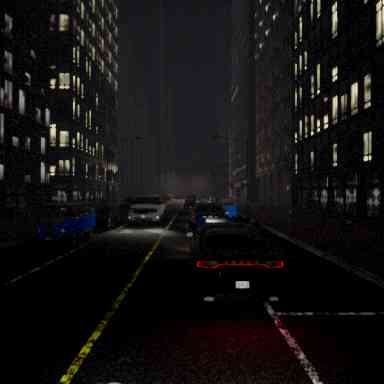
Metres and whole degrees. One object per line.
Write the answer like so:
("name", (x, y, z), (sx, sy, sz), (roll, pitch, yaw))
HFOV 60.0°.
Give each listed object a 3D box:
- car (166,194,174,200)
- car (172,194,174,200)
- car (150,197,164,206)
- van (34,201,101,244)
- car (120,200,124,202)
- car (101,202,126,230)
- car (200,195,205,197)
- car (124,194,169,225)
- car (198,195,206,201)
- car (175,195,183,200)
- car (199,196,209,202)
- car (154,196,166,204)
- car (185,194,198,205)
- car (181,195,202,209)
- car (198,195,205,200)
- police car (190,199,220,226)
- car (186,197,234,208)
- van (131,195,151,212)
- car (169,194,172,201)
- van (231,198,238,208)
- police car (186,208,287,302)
("car", (-5.851, 1.291, 89.269), (1.967, 1.590, 4.097), (0, 0, 0))
("car", (-5.830, 1.328, 77.897), (1.967, 1.590, 4.097), (0, 0, 0))
("car", (-5.789, 1.525, 55.154), (1.802, 1.307, 4.206), (0, 0, 0))
("van", (-5.714, 1.338, 15.352), (1.690, 1.788, 3.998), (0, 0, 0))
("car", (-5.745, 1.296, 32.410), (2.192, 1.841, 5.009), (0, 0, 0))
("car", (-5.726, 1.559, 21.038), (1.947, 1.339, 4.313), (0, 0, 0))
("car", (2.571, 1.443, 66.701), (1.752, 1.417, 4.829), (0, 0, 0))
("car", (-3.146, 1.211, 24.129), (2.150, 2.045, 5.566), (0, 0, 0))
("car", (2.539, 1.452, 83.586), (1.802, 1.307, 4.206), (0, 0, 0))
("car", (-3.157, 1.395, 83.664), (1.812, 1.442, 4.674), (0, 0, 0))
("car", (2.560, 1.469, 72.217), (1.947, 1.339, 4.313), (0, 0, 0))
("car", (-5.799, 1.476, 60.839), (1.887, 1.381, 4.507), (0, 0, 0))
("car", (-0.111, 1.288, 58.665), (2.097, 1.767, 4.553), (0, 0, 0))
("car", (-0.074, 1.526, 44.901), (1.994, 1.385, 4.181), (0, 0, 0))
("car", (2.529, 1.396, 89.272), (1.887, 1.381, 4.507), (0, 0, 0))
("police car", (0.854, 1.415, 24.434), (1.930, 1.638, 5.238), (0, 0, 0))
("car", (0.865, 1.346, 18.294), (2.097, 1.767, 4.553), (0, 0, 0))
("van", (-5.756, 1.314, 38.096), (1.690, 1.788, 3.998), (0, 0, 0))
("car", (-5.808, 1.233, 66.524), (2.192, 1.841, 5.009), (0, 0, 0))
("van", (2.646, 1.329, 26.734), (1.690, 1.788, 3.998), (0, 0, 0))
("police car", (0.884, 1.425, 8.434), (1.930, 1.638, 5.238), (0, 0, 0))
